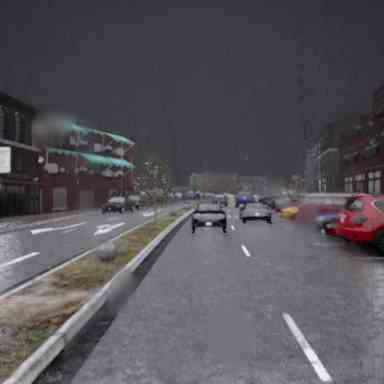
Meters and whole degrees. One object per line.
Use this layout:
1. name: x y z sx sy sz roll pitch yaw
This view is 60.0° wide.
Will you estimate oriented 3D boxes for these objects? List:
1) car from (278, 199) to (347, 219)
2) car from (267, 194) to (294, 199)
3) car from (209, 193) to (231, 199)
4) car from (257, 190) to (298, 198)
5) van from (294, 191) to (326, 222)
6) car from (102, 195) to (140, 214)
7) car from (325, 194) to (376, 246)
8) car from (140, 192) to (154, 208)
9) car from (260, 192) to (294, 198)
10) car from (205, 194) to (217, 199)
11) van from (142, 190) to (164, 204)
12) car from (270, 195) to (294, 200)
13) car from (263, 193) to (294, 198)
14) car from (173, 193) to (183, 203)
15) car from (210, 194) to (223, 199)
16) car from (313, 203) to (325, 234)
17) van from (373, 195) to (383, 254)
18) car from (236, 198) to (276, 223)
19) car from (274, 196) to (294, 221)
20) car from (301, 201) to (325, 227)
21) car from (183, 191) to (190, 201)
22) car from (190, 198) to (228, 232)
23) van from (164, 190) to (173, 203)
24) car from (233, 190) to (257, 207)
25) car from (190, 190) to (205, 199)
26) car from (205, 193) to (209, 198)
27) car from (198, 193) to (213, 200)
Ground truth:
1. car: 9.229 1.282 25.804 4.674 1.452 2.002 0 1 6
2. car: 9.834 1.194 31.229 4.792 1.488 2.163 0 1 7
3. car: 3.578 1.033 42.009 1.837 1.490 4.892 0 1 9
4. car: 11.745 0.710 44.876 5.566 2.045 2.435 0 1 10
5. van: 8.874 1.086 20.352 4.442 1.987 1.878 0 1 5
6. car: -6.873 1.166 31.500 2.097 1.535 5.008 0 1 7
7. car: 8.300 1.148 12.319 5.566 2.045 2.435 0 1 3
8. car: -6.193 1.120 36.951 2.163 1.488 4.792 0 1 8
9. car: 10.873 1.063 39.484 4.792 1.488 2.163 0 1 9
10. car: 4.983 1.166 85.537 2.002 1.452 4.674 0 -1 19
11. van: -5.396 0.788 42.349 1.878 1.987 4.442 0 1 10
12. car: 9.473 1.233 28.525 4.792 1.488 2.163 0 1 6
13. car: 10.131 1.124 33.945 4.892 1.521 2.231 0 1 8
14. car: -3.419 0.948 53.384 2.002 1.452 4.674 0 0 11
15. car: 6.772 1.246 90.758 2.163 1.488 4.792 0 -1 20
16. car: 8.377 1.401 15.048 4.792 1.488 2.163 0 1 4
17. van: 8.036 1.197 9.583 4.442 1.987 1.878 0 0 3
18. car: 4.358 1.354 23.385 1.994 1.385 4.181 0 1 5
19. car: 8.793 1.273 23.103 5.366 1.575 1.946 0 1 5
20. car: 8.563 1.383 17.657 4.674 1.452 2.002 0 1 4
21. car: -2.292 0.929 58.811 2.002 1.452 4.674 0 0 13
22. car: 0.987 1.332 18.851 2.128 1.511 4.902 0 1 4
23. van: -4.489 0.724 47.813 1.878 1.987 4.442 0 0 11
24. car: 6.411 0.765 40.719 2.150 2.045 5.566 0 1 9
25. car: 0.261 0.667 69.559 2.435 2.045 5.566 0 -1 15
26. car: 1.746 0.842 74.968 2.185 1.767 4.553 0 -1 16
27. car: 3.336 1.040 80.373 2.231 1.521 4.892 0 -1 18
